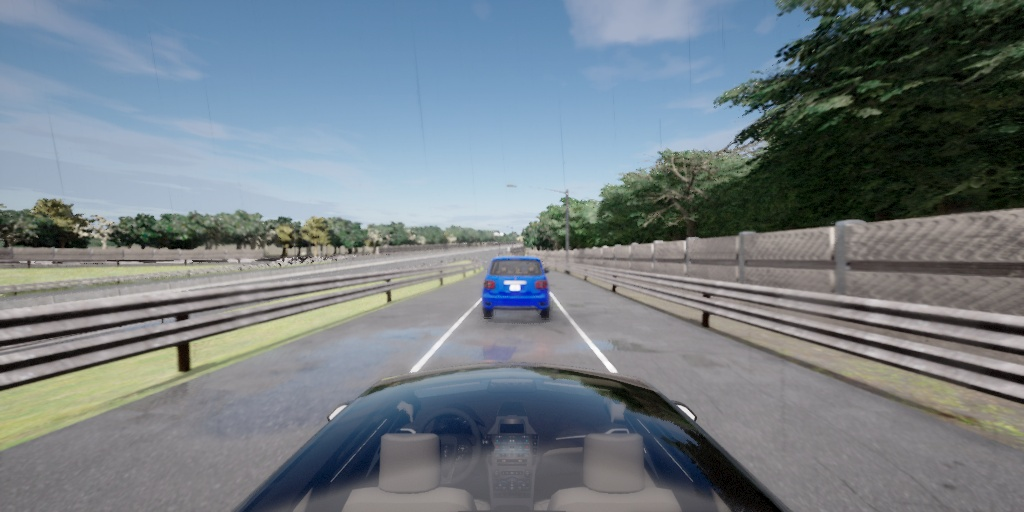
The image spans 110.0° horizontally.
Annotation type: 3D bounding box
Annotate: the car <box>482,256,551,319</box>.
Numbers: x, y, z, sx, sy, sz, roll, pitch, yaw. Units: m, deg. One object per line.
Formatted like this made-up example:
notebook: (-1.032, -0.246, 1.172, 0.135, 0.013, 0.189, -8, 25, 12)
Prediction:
car: (0.220, 1.025, 13.158, 2.150, 2.045, 5.566, 0, 0, 3)
